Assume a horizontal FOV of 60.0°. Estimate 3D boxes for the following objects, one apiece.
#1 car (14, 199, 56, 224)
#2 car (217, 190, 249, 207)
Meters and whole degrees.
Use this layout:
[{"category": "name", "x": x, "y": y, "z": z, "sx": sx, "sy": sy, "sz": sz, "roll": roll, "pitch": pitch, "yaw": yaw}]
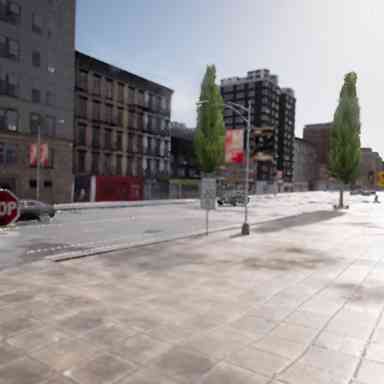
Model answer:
[{"category": "car", "x": -10.738, "y": 1.198, "z": 20.169, "sx": 2.128, "sy": 1.511, "sz": 4.902, "roll": 3, "pitch": 1, "yaw": 35}, {"category": "car", "x": 5.395, "y": 0.798, "z": 43.030, "sx": 2.150, "sy": 2.045, "sz": 5.566, "roll": 3, "pitch": 2, "yaw": 35}]
